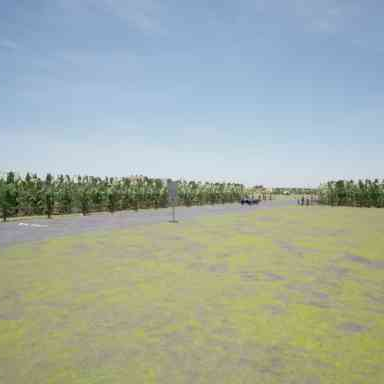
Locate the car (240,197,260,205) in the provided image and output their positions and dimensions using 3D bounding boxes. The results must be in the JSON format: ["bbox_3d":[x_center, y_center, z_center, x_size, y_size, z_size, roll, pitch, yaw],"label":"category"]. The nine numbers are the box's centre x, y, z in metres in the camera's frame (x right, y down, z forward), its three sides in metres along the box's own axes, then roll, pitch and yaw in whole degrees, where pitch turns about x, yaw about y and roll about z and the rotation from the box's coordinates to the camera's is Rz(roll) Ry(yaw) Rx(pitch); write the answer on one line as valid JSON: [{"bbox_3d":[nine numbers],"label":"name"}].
[{"bbox_3d":[9.966,1.571,56.992,1.895,1.301,4.718,0,0,31],"label":"car"}]
